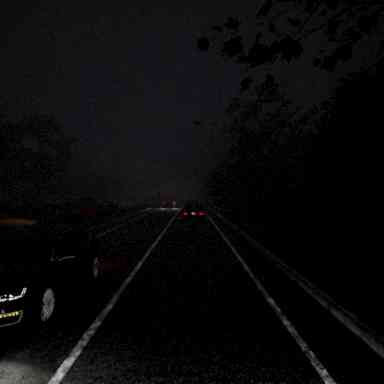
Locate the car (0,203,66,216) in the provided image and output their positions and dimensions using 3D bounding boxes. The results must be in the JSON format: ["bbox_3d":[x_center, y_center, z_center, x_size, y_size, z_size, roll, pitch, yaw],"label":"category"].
[{"bbox_3d":[-10.240,1.568,19.179,4.792,1.488,2.163,0,0,0],"label":"car"}]

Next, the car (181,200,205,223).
[{"bbox_3d":[0.084,1.620,26.561,2.033,1.411,5.357,0,0,0],"label":"car"}]

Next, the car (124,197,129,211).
[{"bbox_3d":[-10.426,1.619,38.604,5.366,1.575,1.946,0,-1,0],"label":"car"}]

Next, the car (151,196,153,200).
[{"bbox_3d":[-10.178,1.908,60.809,4.792,1.488,2.163,0,-1,0],"label":"car"}]

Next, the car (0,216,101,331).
[{"bbox_3d":[-3.351,1.506,7.123,1.837,1.490,4.892,0,0,0],"label":"car"}]

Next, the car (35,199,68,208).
[{"bbox_3d":[-23.293,1.851,55.289,4.674,1.452,2.002,0,-1,0],"label":"car"}]

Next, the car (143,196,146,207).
[{"bbox_3d":[-10.405,1.776,52.481,5.366,1.575,1.946,0,-1,0],"label":"car"}]

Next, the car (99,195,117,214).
[{"bbox_3d":[-10.280,1.460,33.058,4.553,1.767,2.185,0,0,0],"label":"car"}]

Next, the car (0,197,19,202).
[{"bbox_3d":[-23.349,1.649,38.546,4.792,1.488,2.163,0,-1,0],"label":"car"}]

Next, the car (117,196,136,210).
[{"bbox_3d":[-10.051,1.645,41.256,5.366,1.575,1.946,0,-1,0],"label":"car"}]

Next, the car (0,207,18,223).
[{"bbox_3d":[-10.284,1.522,13.627,4.892,1.521,2.231,0,0,0],"label":"car"}]

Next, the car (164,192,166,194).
[{"bbox_3d":[-10.449,1.491,93.410,4.792,1.488,2.163,0,0,0],"label":"car"}]

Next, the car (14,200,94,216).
[{"bbox_3d":[-10.232,1.586,24.731,4.792,1.488,2.163,0,0,0],"label":"car"}]

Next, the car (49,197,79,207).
[{"bbox_3d":[-23.319,1.750,60.706,4.553,1.767,2.185,0,-1,0],"label":"car"}]

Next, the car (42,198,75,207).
[{"bbox_3d":[-23.262,1.874,58.059,4.792,1.488,2.163,0,-1,0],"label":"car"}]

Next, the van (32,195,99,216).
[{"bbox_3d":[-10.374,1.340,27.508,4.442,1.987,1.878,0,0,0],"label":"van"}]

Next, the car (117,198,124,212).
[{"bbox_3d":[-10.239,1.602,35.836,4.892,1.521,2.231,0,-1,0],"label":"car"}]

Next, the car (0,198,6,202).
[{"bbox_3d":[-23.353,1.629,35.907,4.792,1.488,2.163,0,0,0],"label":"car"}]

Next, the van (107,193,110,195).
[{"bbox_3d":[-23.380,1.222,90.574,4.442,1.987,1.878,1,0,0],"label":"van"}]

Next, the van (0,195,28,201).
[{"bbox_3d":[-23.433,1.421,41.320,4.442,1.987,1.878,0,-1,0],"label":"van"}]

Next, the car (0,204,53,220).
[{"bbox_3d":[-10.088,1.527,16.402,5.366,1.575,1.946,0,0,0],"label":"car"}]

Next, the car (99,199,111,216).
[{"bbox_3d":[-10.282,1.604,30.284,4.792,1.488,2.163,0,0,0],"label":"car"}]

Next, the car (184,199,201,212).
[{"bbox_3d":[0.036,1.708,42.904,2.033,1.411,5.357,0,0,0],"label":"car"}]

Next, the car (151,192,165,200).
[{"bbox_3d":[-10.397,1.478,90.626,4.792,1.488,2.163,0,0,0],"label":"car"}]

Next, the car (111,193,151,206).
[{"bbox_3d":[-10.244,1.561,55.260,5.566,2.045,2.435,0,-1,0],"label":"car"}]

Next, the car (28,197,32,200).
[{"bbox_3d":[-23.284,1.709,44.211,4.792,1.488,2.163,0,-1,0],"label":"car"}]

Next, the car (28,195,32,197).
[{"bbox_3d":[-23.336,1.461,46.983,5.566,2.045,2.435,0,-1,0],"label":"car"}]

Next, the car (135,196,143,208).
[{"bbox_3d":[-10.043,1.710,46.929,5.366,1.575,1.946,0,-1,0],"label":"car"}]

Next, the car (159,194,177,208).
[{"bbox_3d":[-3.422,1.567,51.323,2.097,1.767,4.553,0,0,0],"label":"car"}]

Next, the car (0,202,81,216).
[{"bbox_3d":[-10.236,1.577,21.955,4.792,1.488,2.163,0,0,0],"label":"car"}]

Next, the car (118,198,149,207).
[{"bbox_3d":[-10.217,1.845,58.033,5.008,1.535,2.097,0,-1,0],"label":"car"}]

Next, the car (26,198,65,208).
[{"bbox_3d":[-23.114,1.775,52.519,5.366,1.575,1.946,0,-1,0],"label":"car"}]
